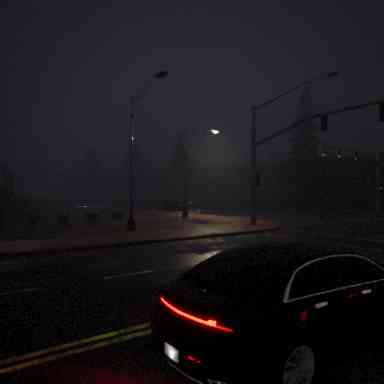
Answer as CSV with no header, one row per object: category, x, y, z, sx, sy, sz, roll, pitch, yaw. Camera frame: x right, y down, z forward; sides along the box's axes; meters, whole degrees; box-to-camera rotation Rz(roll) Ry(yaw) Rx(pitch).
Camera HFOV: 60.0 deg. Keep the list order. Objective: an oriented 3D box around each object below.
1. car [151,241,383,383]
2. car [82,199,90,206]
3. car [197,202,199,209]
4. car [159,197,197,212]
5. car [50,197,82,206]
car,1.759,1.517,5.056,4.892,1.490,1.837,0,0,-35
car,-19.622,1.559,56.222,4.892,1.490,1.837,0,0,18
car,-1.138,1.423,44.489,4.553,1.767,2.097,0,0,45
car,-2.073,1.567,40.403,1.837,1.490,4.892,1,0,-41
car,-20.897,1.588,52.973,5.357,1.411,2.033,0,0,17
